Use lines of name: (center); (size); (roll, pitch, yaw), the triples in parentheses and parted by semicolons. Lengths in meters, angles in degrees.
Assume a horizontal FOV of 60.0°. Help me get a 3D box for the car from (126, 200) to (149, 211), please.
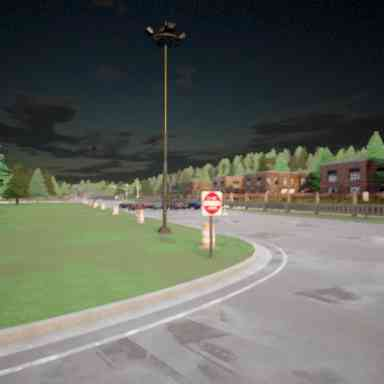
car: (-8.963, 2.135, 54.404); (2.097, 1.767, 4.553); (0, -1, -21)

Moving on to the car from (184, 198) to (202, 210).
car: (1.061, 2.070, 57.584); (2.150, 2.045, 5.566); (0, -1, -20)

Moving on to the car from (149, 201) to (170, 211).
car: (-5.824, 2.360, 55.999); (2.033, 1.411, 5.357); (0, -1, -21)

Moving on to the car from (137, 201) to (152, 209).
car: (-9.351, 2.500, 64.922); (1.994, 1.385, 4.181); (0, -1, -21)

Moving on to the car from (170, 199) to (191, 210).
car: (-2.425, 2.379, 56.901); (2.033, 1.411, 5.357); (0, -1, -21)

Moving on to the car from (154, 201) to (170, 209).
car: (-6.088, 2.467, 66.189); (1.837, 1.490, 4.892); (0, -1, -21)

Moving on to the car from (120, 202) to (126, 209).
car: (-12.624, 2.513, 63.683); (1.895, 1.301, 4.718); (0, -1, -21)
